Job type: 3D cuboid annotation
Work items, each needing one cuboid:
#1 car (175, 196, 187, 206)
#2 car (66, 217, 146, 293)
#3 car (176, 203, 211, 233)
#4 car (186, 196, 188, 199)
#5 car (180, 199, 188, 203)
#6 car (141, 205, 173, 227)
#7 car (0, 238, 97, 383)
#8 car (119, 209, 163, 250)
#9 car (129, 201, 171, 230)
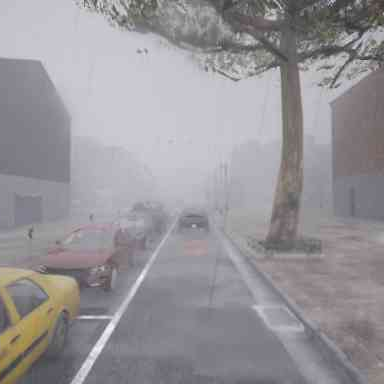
[{"bbox_3d":[-2.628,2.173,69.260,1.947,1.339,4.313,1,-1,0],"label":"car"},{"bbox_3d":[-2.620,1.620,9.168,1.887,1.381,4.507,2,0,0],"label":"car"},{"bbox_3d":[0.099,1.677,20.920,1.837,1.490,4.892,0,-1,0],"label":"car"},{"bbox_3d":[-2.631,2.403,91.388,1.802,1.307,4.206,1,-1,0],"label":"car"},{"bbox_3d":[0.100,1.739,31.010,1.882,1.535,5.008,0,0,0],"label":"car"},{"bbox_3d":[-2.622,1.766,25.772,2.008,1.369,4.403,1,0,0],"label":"car"},{"bbox_3d":[-2.618,1.554,3.463,1.752,1.417,4.829,2,0,0],"label":"car"},{"bbox_3d":[-2.621,1.671,14.703,2.008,1.369,4.403,1,0,0],"label":"car"},{"bbox_3d":[-2.615,1.483,20.239,2.192,1.841,5.009,1,0,0],"label":"car"}]
